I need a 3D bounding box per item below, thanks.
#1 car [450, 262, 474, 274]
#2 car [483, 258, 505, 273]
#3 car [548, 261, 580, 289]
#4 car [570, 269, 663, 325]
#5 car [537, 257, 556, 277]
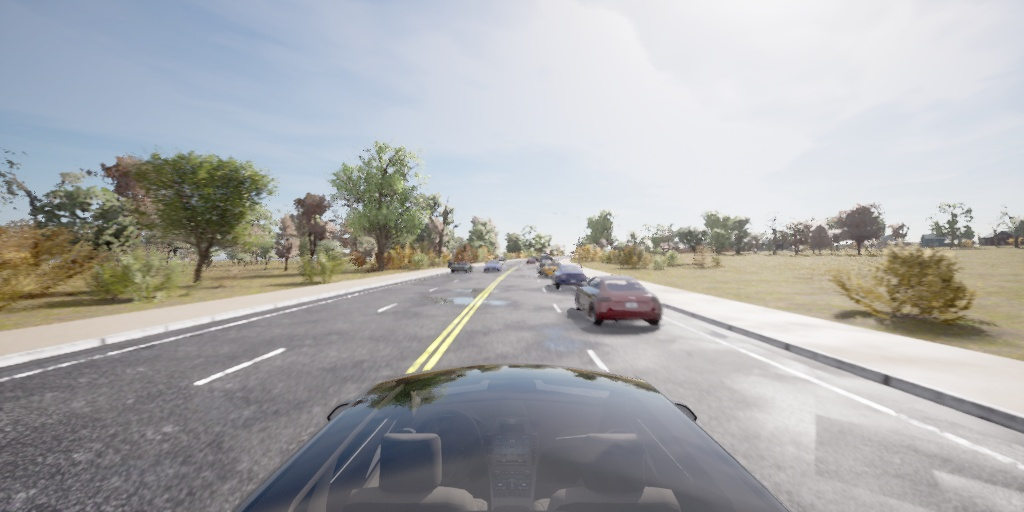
[{"bbox_3d":[-5.546,1.295,40.083,1.895,1.301,4.718,0,0,3],"label":"car"},{"bbox_3d":[-2.173,1.219,42.063,1.812,1.442,4.674,0,0,4],"label":"car"},{"bbox_3d":[3.548,1.264,22.767,1.812,1.442,4.674,0,0,2],"label":"car"},{"bbox_3d":[3.310,1.316,11.844,1.994,1.385,4.181,0,0,1],"label":"car"},{"bbox_3d":[3.838,1.175,34.188,1.801,1.575,5.366,0,0,-3],"label":"car"}]
